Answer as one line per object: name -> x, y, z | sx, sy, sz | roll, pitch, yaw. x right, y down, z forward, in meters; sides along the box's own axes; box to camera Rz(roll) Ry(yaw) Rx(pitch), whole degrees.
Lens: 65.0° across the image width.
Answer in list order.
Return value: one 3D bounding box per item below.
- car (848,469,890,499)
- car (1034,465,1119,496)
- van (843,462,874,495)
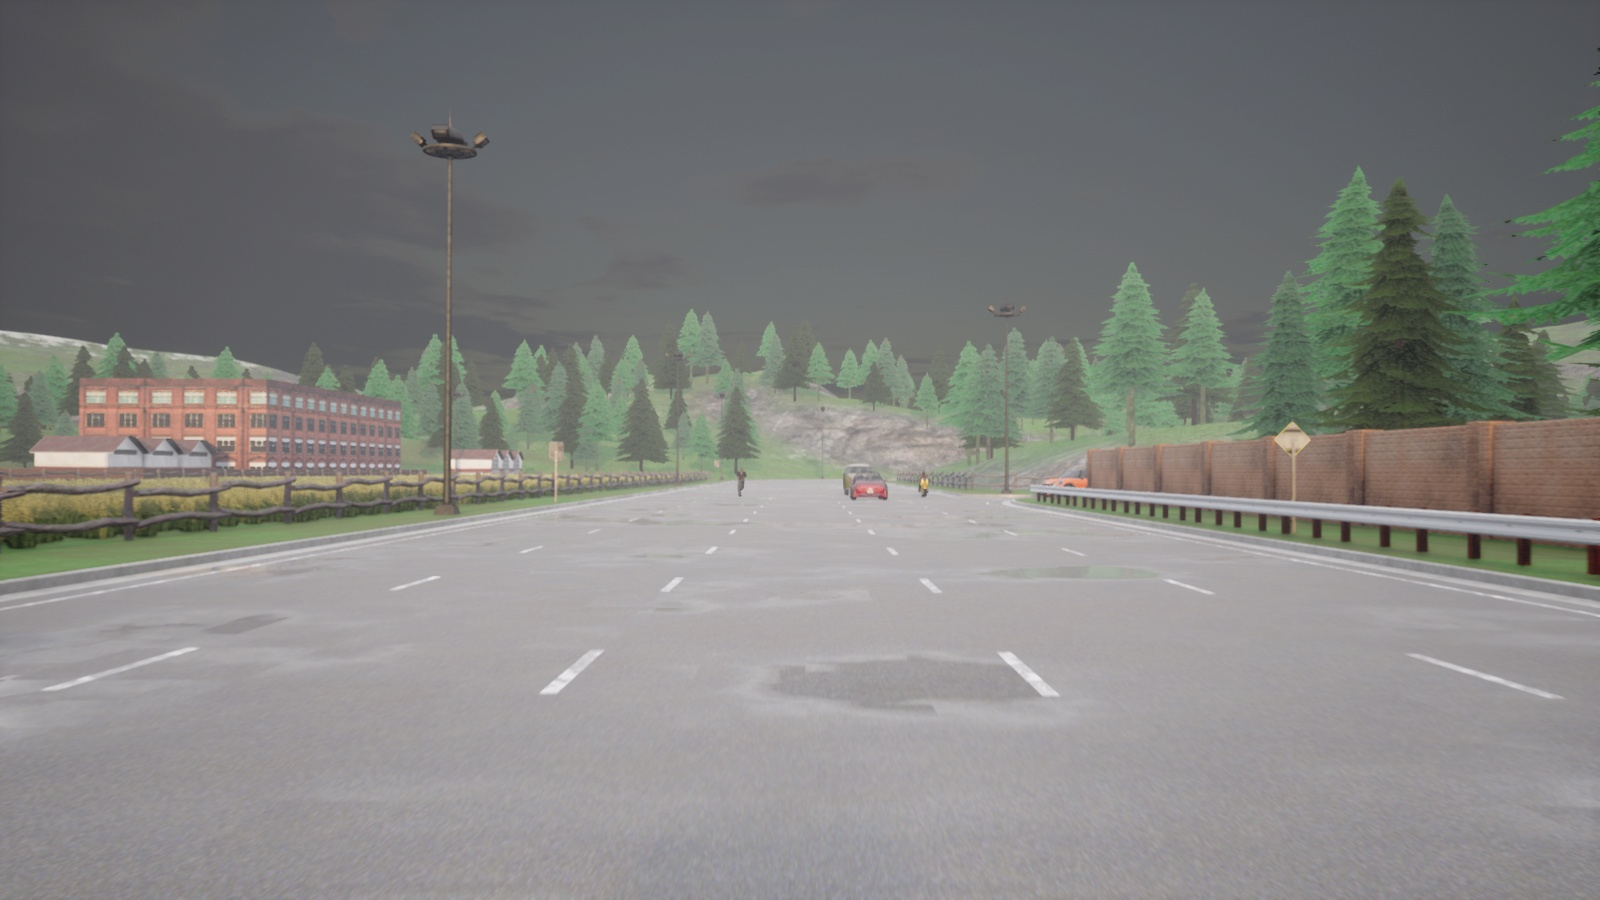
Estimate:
car -> 3.666, 1.798, 67.143 | 2.007, 1.525, 4.514 | 0, -1, 0
car -> 16.256, 1.764, 73.840 | 4.553, 1.767, 2.097 | 0, -1, -27
van -> 3.699, 1.798, 79.533 | 1.775, 1.987, 4.442 | 0, -1, 0
